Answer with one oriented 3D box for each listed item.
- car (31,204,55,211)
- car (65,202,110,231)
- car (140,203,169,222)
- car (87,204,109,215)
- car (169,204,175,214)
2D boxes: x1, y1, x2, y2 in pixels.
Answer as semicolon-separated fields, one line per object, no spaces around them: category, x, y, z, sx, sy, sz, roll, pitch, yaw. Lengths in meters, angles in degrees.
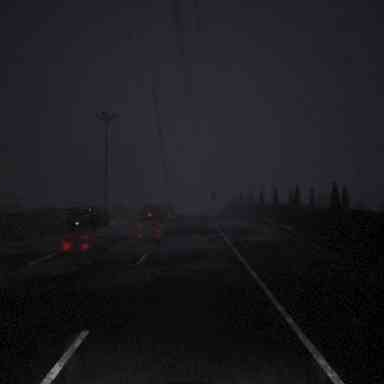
car;-21.054;2.446;47.315;2.128;1.511;4.902;0;-4;0
car;-6.887;1.694;22.400;2.128;1.511;4.902;0;-1;0
car;-3.382;1.742;29.254;1.882;1.535;5.008;0;-1;0
car;-14.052;2.691;50.156;1.837;1.490;4.892;0;-6;0
car;-3.372;2.313;44.320;1.994;1.385;4.181;0;-4;0
